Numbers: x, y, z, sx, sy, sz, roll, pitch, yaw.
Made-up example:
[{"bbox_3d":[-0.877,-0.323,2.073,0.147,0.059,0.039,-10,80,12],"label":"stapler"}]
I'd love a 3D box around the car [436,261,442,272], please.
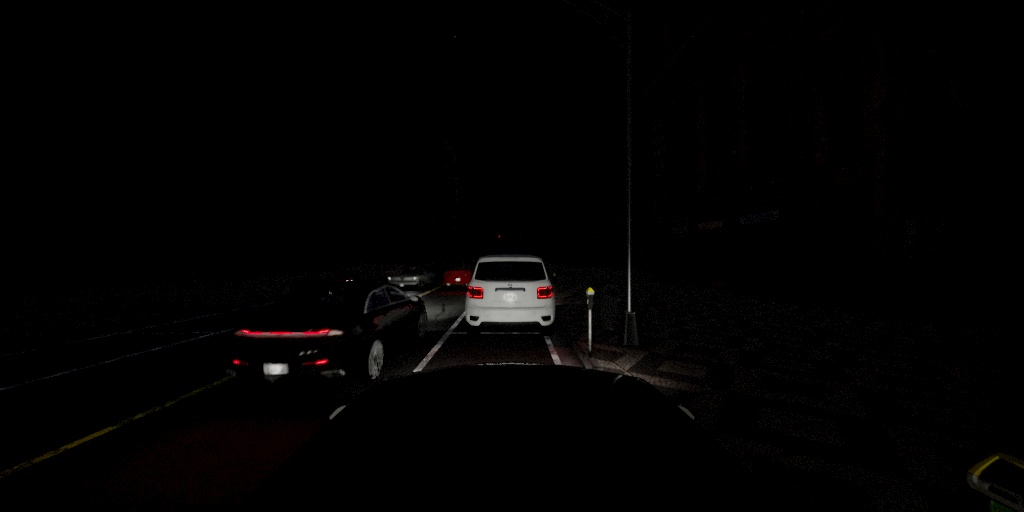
[{"bbox_3d":[-8.923,1.299,39.680,1.888,1.381,4.507,0,0,0],"label":"car"}]

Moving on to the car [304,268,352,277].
[{"bbox_3d":[-8.919,1.296,17.578,1.888,1.381,4.507,0,0,0],"label":"car"}]

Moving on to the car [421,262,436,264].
[{"bbox_3d":[-8.922,1.298,34.154,1.888,1.381,4.507,0,0,0],"label":"car"}]

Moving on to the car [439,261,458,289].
[{"bbox_3d":[-3.144,1.230,23.362,1.882,1.535,5.008,0,0,0],"label":"car"}]

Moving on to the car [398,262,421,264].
[{"bbox_3d":[-8.921,1.278,28.459,1.751,1.417,4.829,0,0,0],"label":"car"}]

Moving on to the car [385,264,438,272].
[{"bbox_3d":[-6.245,1.353,22.543,1.895,1.301,4.718,0,0,0],"label":"car"}]

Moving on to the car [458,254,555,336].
[{"bbox_3d":[-0.039,0.979,10.530,2.150,2.045,5.566,0,0,0],"label":"car"}]

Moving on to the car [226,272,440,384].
[{"bbox_3d":[-3.048,1.242,7.051,2.128,1.511,4.902,0,0,0],"label":"car"}]
